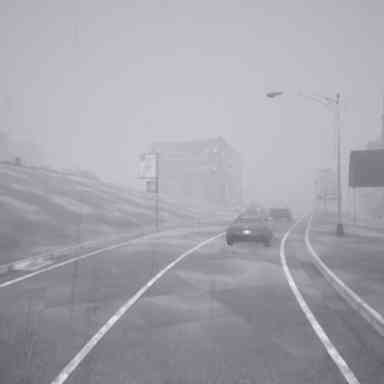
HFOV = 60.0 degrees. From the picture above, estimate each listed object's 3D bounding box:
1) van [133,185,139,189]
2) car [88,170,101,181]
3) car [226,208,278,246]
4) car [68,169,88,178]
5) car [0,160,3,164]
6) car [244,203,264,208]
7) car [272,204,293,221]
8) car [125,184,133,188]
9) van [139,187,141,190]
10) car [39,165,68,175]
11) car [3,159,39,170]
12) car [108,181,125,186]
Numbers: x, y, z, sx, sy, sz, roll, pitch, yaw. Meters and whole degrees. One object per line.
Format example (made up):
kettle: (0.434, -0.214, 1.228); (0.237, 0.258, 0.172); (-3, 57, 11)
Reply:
van: (-13.937, -0.764, 75.045); (1.878, 1.987, 4.442); (0, -4, 5)
car: (-16.461, -2.244, 52.978); (2.435, 2.045, 5.566); (0, -3, 10)
car: (2.908, 1.695, 16.048); (1.994, 1.385, 4.181); (0, -1, 17)
car: (-17.392, -2.428, 47.448); (2.185, 1.767, 4.553); (0, -3, 11)
car: (-20.797, -3.082, 31.239); (2.163, 1.488, 4.792); (0, -3, 14)
car: (7.418, 2.062, 39.619); (2.097, 1.767, 4.553); (-1, -2, 21)
car: (8.858, 1.990, 32.950); (1.882, 1.535, 5.008); (-1, -2, 20)
car: (-14.440, -0.903, 69.391); (2.002, 1.452, 4.674); (0, -4, 6)
van: (-13.589, -0.348, 80.557); (1.878, 1.987, 4.442); (0, -4, 4)
car: (-18.429, -2.590, 41.909); (2.231, 1.521, 4.892); (0, -3, 12)
car: (-19.545, -2.810, 36.608); (2.002, 1.452, 4.674); (0, -3, 13)
car: (-15.011, -1.276, 63.890); (2.002, 1.452, 4.674); (0, -4, 7)
